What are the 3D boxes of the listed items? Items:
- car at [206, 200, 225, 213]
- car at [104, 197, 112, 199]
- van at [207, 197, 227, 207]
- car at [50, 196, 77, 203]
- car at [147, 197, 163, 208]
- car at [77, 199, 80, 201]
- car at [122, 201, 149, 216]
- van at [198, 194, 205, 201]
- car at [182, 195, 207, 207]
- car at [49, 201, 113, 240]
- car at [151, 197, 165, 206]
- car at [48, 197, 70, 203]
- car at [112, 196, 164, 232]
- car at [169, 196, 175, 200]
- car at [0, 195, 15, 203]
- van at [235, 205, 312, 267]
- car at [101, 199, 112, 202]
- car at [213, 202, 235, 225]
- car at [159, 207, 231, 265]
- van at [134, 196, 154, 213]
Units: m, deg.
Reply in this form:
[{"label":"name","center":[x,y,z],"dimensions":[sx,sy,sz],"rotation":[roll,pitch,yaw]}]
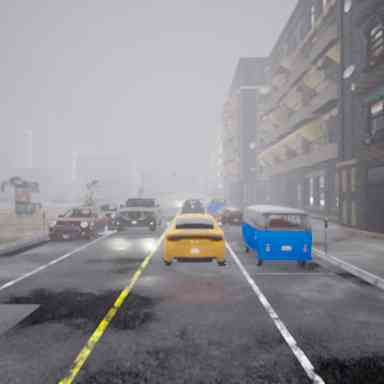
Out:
[{"label":"car","center":[2.682,1.656,39.572],"dimensions":[1.947,1.339,4.313],"rotation":[1,0,0]},{"label":"car","center":[-19.755,1.840,76.779],"dimensions":[4.403,1.369,2.008],"rotation":[0,-1,1]},{"label":"van","center":[2.688,1.421,33.927],"dimensions":[1.690,1.788,3.998],"rotation":[1,0,0]},{"label":"car","center":[-26.411,1.623,68.230],"dimensions":[4.097,1.590,1.967],"rotation":[0,-1,1]},{"label":"car","center":[-5.670,1.548,50.827],"dimensions":[1.967,1.590,4.097],"rotation":[1,0,0]},{"label":"car","center":[-25.237,1.881,76.852],"dimensions":[4.313,1.339,1.947],"rotation":[0,-1,1]},{"label":"car","center":[-5.663,1.625,33.889],"dimensions":[1.887,1.381,4.507],"rotation":[1,0,0]},{"label":"van","center":[2.657,1.490,94.576],"dimensions":[1.690,1.788,3.998],"rotation":[1,0,0]},{"label":"car","center":[0.081,1.430,32.972],"dimensions":[2.097,1.767,4.553],"rotation":[0,0,0]},{"label":"car","center":[-5.659,1.485,16.952],"dimensions":[1.967,1.590,4.097],"rotation":[1,0,0]},{"label":"car","center":[-5.674,1.661,56.473],"dimensions":[1.887,1.381,4.507],"rotation":[1,0,0]},{"label":"car","center":[-30.717,1.923,76.923],"dimensions":[4.206,1.307,1.802],"rotation":[0,-1,1]},{"label":"car","center":[-3.109,1.274,20.641],"dimensions":[2.150,2.045,5.566],"rotation":[0,0,0]},{"label":"car","center":[-5.726,1.731,94.537],"dimensions":[1.802,1.307,4.206],"rotation":[1,0,0]},{"label":"car","center":[-42.951,1.714,77.043],"dimensions":[5.009,1.841,2.192],"rotation":[0,-1,1]},{"label":"van","center":[2.699,1.372,11.341],"dimensions":[1.690,1.788,3.998],"rotation":[1,0,0]},{"label":"car","center":[-5.656,1.498,22.598],"dimensions":[1.967,1.590,4.097],"rotation":[1,0,0]},{"label":"car","center":[2.691,1.602,22.635],"dimensions":[1.887,1.381,4.507],"rotation":[1,0,0]},{"label":"car","center":[0.090,1.510,11.828],"dimensions":[1.882,1.535,5.008],"rotation":[0,0,0]},{"label":"van","center":[-5.663,1.431,39.535],"dimensions":[1.690,1.788,3.998],"rotation":[1,0,0]}]
